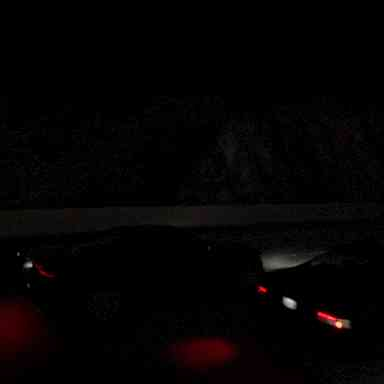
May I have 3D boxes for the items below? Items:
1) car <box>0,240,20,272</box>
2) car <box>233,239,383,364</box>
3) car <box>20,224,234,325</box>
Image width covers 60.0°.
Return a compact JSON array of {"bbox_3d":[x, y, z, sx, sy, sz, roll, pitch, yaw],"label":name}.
[{"bbox_3d":[-6.861,1.478,7.522,5.357,1.411,2.033,0,0,-36],"label":"car"},{"bbox_3d":[3.546,1.523,5.514,5.357,1.411,2.033,0,0,-26],"label":"car"},{"bbox_3d":[-0.697,1.431,7.021,5.008,1.535,1.882,0,0,-31],"label":"car"}]
